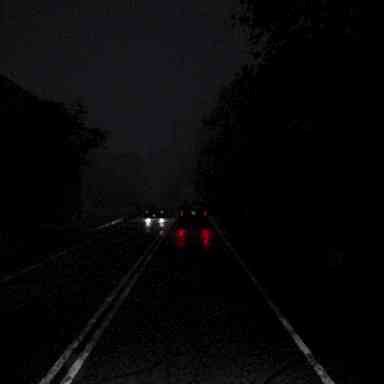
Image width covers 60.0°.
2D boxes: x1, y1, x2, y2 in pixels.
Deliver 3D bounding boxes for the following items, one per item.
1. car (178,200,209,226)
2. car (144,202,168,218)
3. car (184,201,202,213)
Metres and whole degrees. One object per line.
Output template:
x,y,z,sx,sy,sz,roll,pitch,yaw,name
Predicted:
0.099,1.462,24.250,2.097,1.767,4.553,0,0,0,car
-3.348,1.716,32.065,2.033,1.411,5.357,0,-1,0,car
0.121,1.820,41.620,2.033,1.411,5.357,0,-1,0,car
